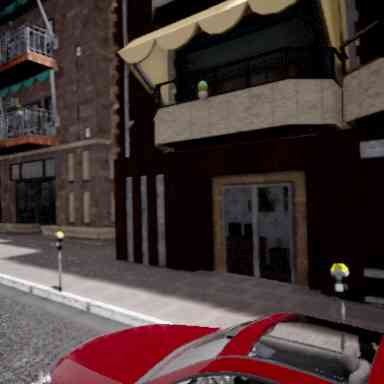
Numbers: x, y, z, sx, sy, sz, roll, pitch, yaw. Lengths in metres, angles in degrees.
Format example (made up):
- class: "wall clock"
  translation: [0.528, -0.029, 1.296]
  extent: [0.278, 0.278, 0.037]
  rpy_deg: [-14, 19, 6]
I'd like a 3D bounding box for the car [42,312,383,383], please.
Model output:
- class: "car"
  translation: [0.623, 1.584, 2.301]
  extent: [4.206, 1.307, 1.802]
  rpy_deg: [0, -2, 36]
